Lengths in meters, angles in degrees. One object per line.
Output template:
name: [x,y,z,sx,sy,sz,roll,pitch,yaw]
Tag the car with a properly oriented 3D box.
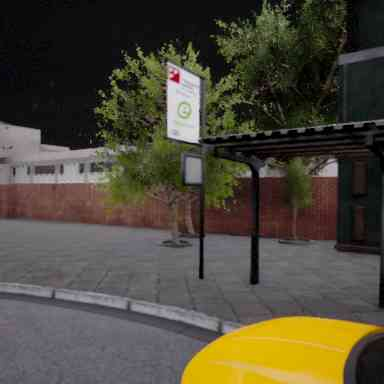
car: [2.186,1.478,1.737,5.008,1.535,1.882,0,0,34]
